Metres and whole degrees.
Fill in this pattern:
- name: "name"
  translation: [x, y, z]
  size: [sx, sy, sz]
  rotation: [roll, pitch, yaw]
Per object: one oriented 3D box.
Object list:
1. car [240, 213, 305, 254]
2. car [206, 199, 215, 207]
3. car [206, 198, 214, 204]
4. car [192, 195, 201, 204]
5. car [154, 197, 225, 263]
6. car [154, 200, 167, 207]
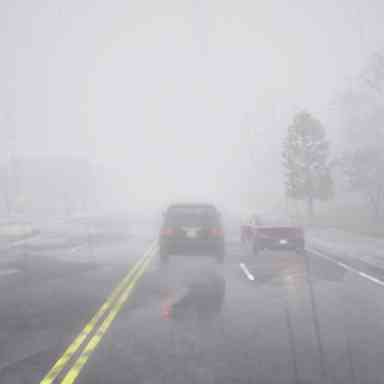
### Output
- name: "car"
  translation: [3.267, 1.629, 14.294]
  size: [1.882, 1.535, 5.008]
  rotation: [0, 0, 0]
- name: "car"
  translation: [3.796, 2.207, 68.344]
  size: [1.812, 1.442, 4.674]
  rotation: [0, 0, 2]
- name: "car"
  translation: [4.358, 2.255, 82.230]
  size: [1.895, 1.301, 4.718]
  rotation: [0, -1, 3]
- name: "car"
  translation: [1.111, 1.891, 82.391]
  size: [2.150, 2.045, 5.566]
  rotation: [0, -1, 3]
- name: "car"
  translation: [0.001, 1.360, 12.653]
  size: [2.150, 2.045, 5.566]
  rotation: [0, 0, 0]
- name: "car"
  translation: [-6.105, 2.221, 65.047]
  size: [1.994, 1.385, 4.181]
  rotation: [0, -1, 2]
